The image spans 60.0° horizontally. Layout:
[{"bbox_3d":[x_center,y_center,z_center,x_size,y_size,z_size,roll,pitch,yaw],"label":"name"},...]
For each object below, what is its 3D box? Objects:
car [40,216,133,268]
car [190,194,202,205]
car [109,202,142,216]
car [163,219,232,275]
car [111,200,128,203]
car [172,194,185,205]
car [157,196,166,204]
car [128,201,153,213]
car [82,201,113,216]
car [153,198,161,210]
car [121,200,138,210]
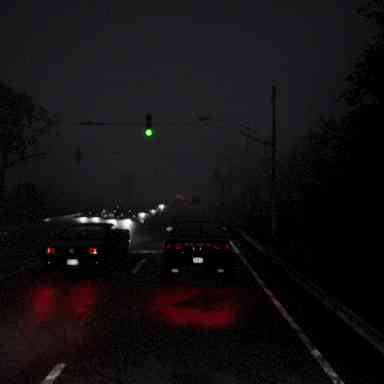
[{"bbox_3d":[-3.441,1.734,11.720,1.895,1.301,4.718,0,-1,-1],"label":"car"},{"bbox_3d":[0.697,1.478,65.614,2.150,2.045,5.566,0,2,1],"label":"car"},{"bbox_3d":[-6.813,1.991,34.648,1.895,1.301,4.718,0,-1,1],"label":"car"},{"bbox_3d":[0.167,1.602,10.876,1.882,1.535,5.008,0,-1,0],"label":"car"},{"bbox_3d":[-10.213,1.851,44.325,2.097,1.767,4.553,0,-1,0],"label":"car"},{"bbox_3d":[-2.904,1.808,65.537,2.033,1.411,5.357,0,2,1],"label":"car"},{"bbox_3d":[-6.380,1.661,67.889,2.128,1.511,4.902,0,2,1],"label":"car"},{"bbox_3d":[-6.731,2.054,43.458,1.994,1.385,4.181,0,-1,0],"label":"car"},{"bbox_3d":[-10.300,1.966,35.722,1.994,1.385,4.181,0,-1,1],"label":"car"},{"bbox_3d":[-6.609,2.135,53.732,1.994,1.385,4.181,0,0,1],"label":"car"},{"bbox_3d":[-10.105,2.132,54.273,1.994,1.385,4.181,0,0,1],"label":"car"}]
